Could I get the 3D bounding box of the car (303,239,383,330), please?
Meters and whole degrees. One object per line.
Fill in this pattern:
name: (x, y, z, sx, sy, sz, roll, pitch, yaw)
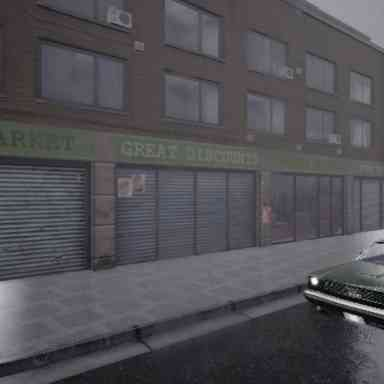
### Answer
car: (4.240, 1.601, 6.342, 4.718, 1.301, 1.895, 0, 0, -36)
